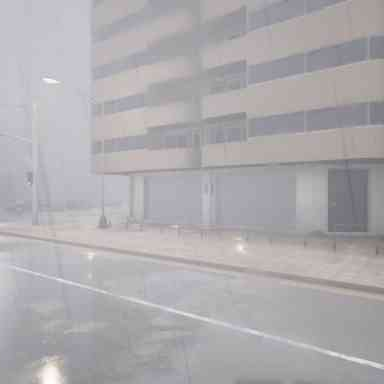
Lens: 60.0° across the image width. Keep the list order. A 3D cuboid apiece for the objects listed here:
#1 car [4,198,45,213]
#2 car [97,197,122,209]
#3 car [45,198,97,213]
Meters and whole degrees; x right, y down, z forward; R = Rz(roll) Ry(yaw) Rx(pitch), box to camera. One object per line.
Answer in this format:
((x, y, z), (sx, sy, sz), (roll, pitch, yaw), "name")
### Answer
((-18.479, 1.505, 37.577), (1.837, 1.490, 4.892), (0, 0, 37), "car")
((-11.971, 1.502, 46.353), (1.837, 1.490, 4.892), (0, 1, 37), "car")
((-13.765, 1.505, 38.056), (1.837, 1.490, 4.892), (0, 0, 37), "car")
